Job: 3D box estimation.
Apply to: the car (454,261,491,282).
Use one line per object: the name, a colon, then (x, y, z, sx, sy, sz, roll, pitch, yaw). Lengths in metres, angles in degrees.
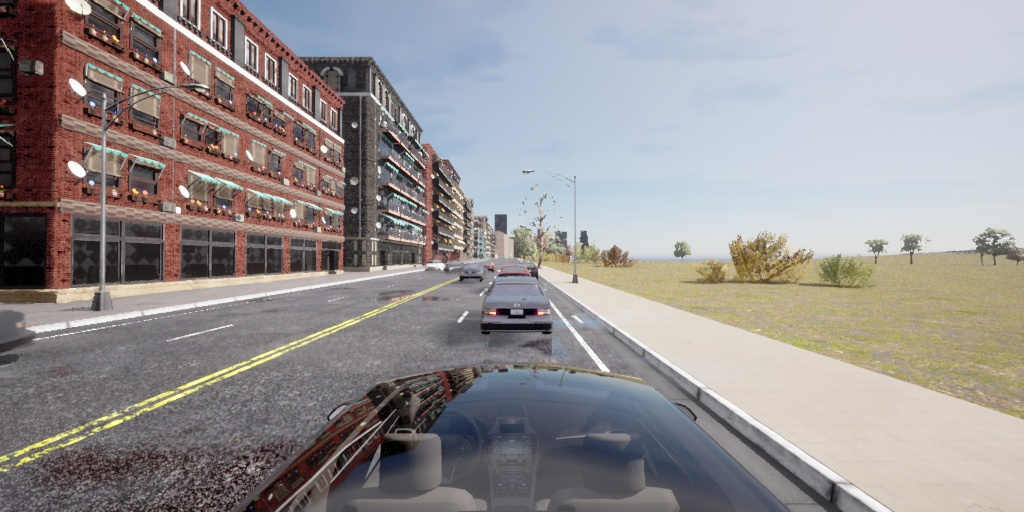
car: (-3.104, 1.301, 29.235, 2.033, 1.411, 5.357, 0, 0, 0)

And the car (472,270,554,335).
car: (0.115, 1.299, 10.525, 2.033, 1.411, 5.357, 0, 0, 0)

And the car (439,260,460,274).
car: (-6.527, 1.245, 41.127, 2.128, 1.511, 4.902, 0, 0, 0)

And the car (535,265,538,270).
car: (1.191, 1.232, 30.503, 1.882, 1.535, 5.008, 0, 0, 0)

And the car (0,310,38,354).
car: (-9.850, 1.298, 4.244, 2.033, 1.411, 5.357, 0, 0, 0)

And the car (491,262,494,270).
car: (-3.066, 1.354, 44.678, 1.895, 1.301, 4.718, 0, 0, 0)

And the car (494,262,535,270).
car: (0.138, 1.231, 21.065, 1.882, 1.535, 5.008, 0, 0, 0)

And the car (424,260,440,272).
car: (-9.767, 1.279, 45.766, 1.812, 1.442, 4.674, 0, 0, 0)
